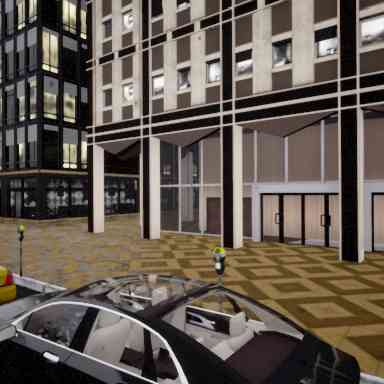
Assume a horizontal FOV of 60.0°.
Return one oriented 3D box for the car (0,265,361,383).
[{"bbox_3d":[-0.680,1.551,3.367,4.403,1.369,2.008,0,0,36],"label":"car"}]
